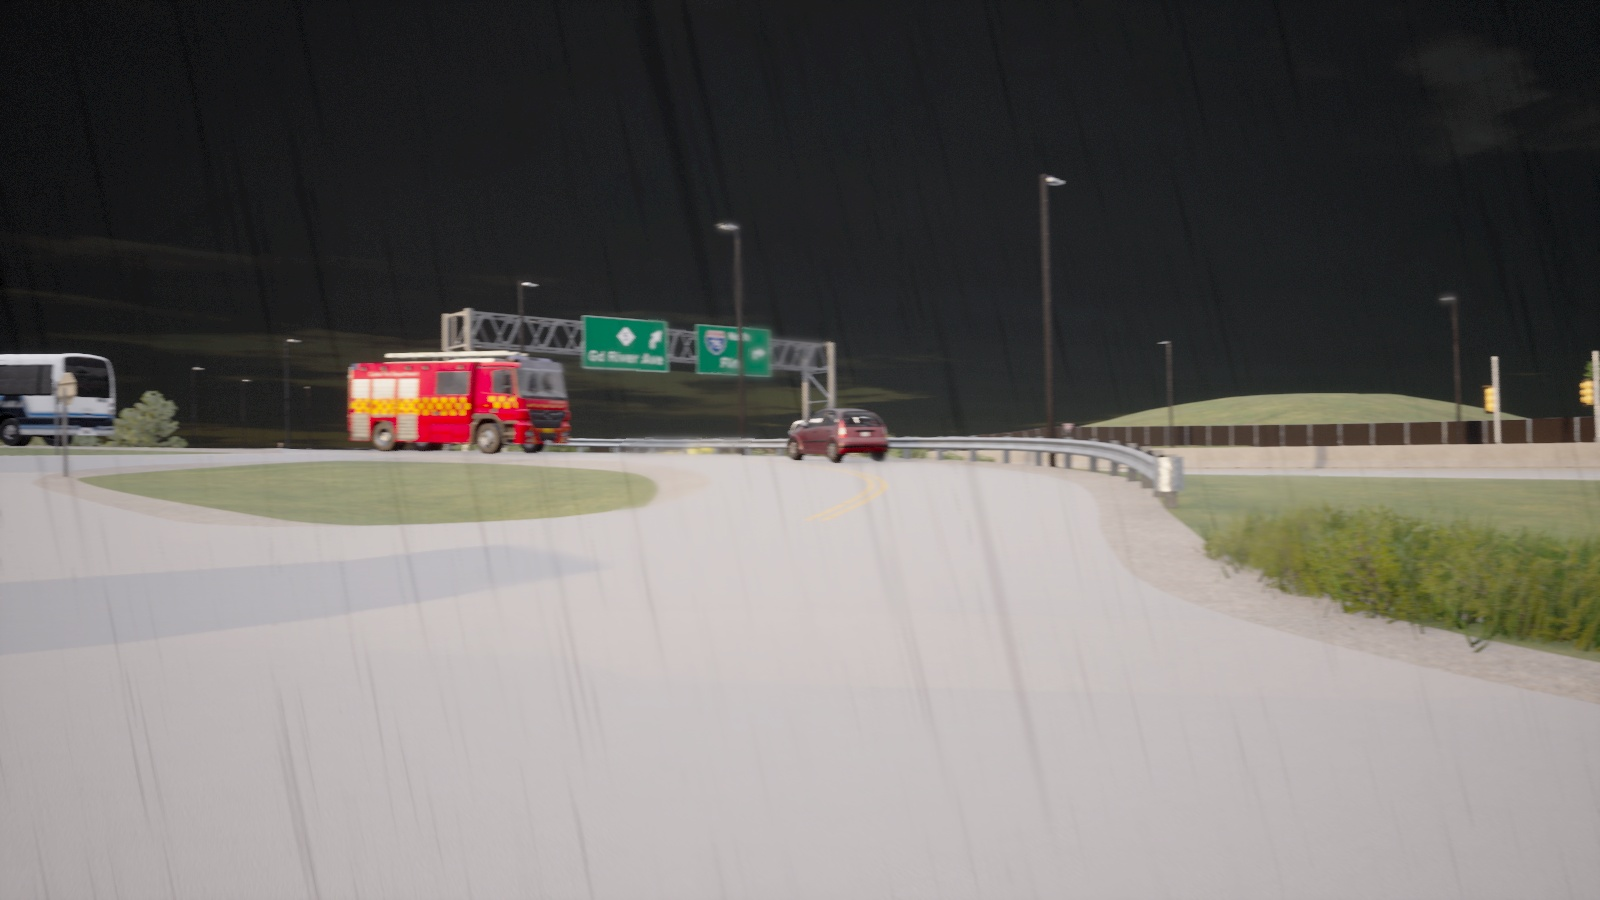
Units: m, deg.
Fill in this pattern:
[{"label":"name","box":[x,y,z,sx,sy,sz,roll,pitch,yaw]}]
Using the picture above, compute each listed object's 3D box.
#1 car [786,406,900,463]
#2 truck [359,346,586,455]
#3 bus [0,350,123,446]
[{"label":"car","box":[1.248,-0.494,38.276,1.851,1.617,3.988,-1,1,-25]},{"label":"truck","box":[-12.427,-1.816,47.418,8.468,3.827,2.891,1,1,27]},{"label":"bus","box":[-37.566,-2.360,58.890,10.273,4.253,3.944,1,0,15]}]
